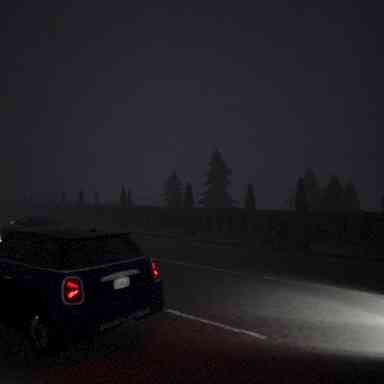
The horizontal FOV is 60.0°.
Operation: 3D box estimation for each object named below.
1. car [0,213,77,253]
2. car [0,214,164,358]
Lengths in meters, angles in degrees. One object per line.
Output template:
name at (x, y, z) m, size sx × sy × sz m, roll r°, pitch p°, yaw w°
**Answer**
car at (-7.225, 1.760, 15.408) m, size 1.994 × 1.385 × 4.181 m, roll 0°, pitch -1°, yaw -44°
car at (-2.724, 1.431, 6.410) m, size 4.553 × 1.767 × 2.097 m, roll -1°, pitch -1°, yaw 39°
